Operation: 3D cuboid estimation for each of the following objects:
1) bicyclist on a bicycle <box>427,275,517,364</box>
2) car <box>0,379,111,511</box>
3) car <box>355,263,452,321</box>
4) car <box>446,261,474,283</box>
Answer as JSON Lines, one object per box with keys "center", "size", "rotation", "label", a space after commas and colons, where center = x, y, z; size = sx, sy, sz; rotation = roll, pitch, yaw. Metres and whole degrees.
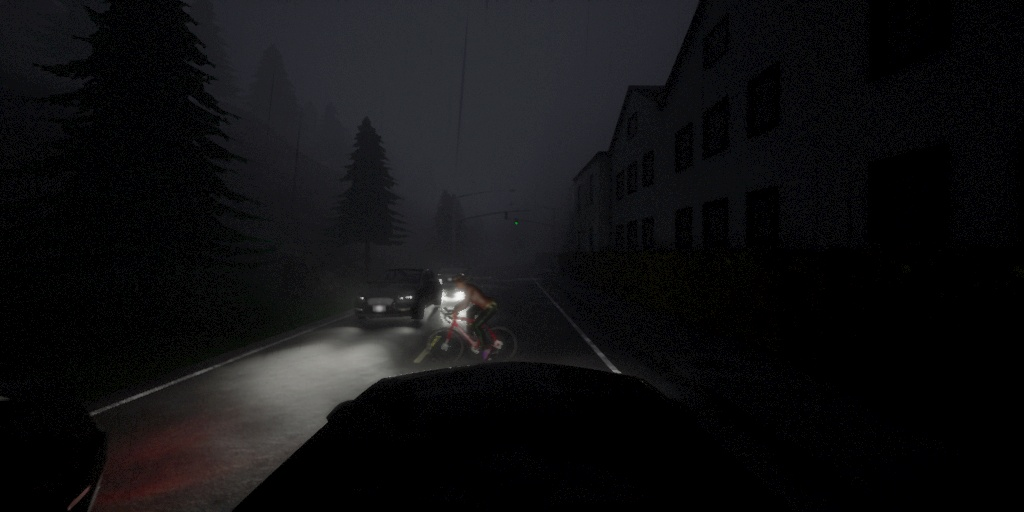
{"center": [-0.739, 1.163, 6.476], "size": [1.656, 1.620, 0.582], "rotation": [-2, 0, 0], "label": "bicyclist on a bicycle"}
{"center": [-3.588, 1.268, 0.282], "size": [1.837, 1.490, 4.892], "rotation": [0, 0, 0], "label": "car"}
{"center": [-3.613, 1.158, 12.219], "size": [2.128, 1.511, 4.902], "rotation": [0, 0, 0], "label": "car"}
{"center": [-3.574, 1.071, 23.096], "size": [2.128, 1.511, 4.902], "rotation": [0, 0, 0], "label": "car"}
